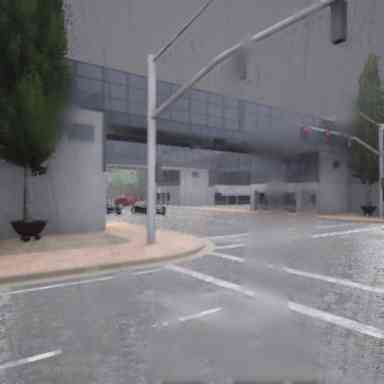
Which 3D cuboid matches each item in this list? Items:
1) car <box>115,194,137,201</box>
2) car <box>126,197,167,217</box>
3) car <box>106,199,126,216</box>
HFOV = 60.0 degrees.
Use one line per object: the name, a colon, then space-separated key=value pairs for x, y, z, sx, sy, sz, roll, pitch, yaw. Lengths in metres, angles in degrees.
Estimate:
car: x=-10.625 y=1.336 z=53.632 sx=2.150 sy=2.045 sz=5.566 roll=0 pitch=0 yaw=-34
car: x=-4.341 y=1.555 z=32.941 sx=1.882 sy=1.535 sz=5.008 roll=0 pitch=0 yaw=-36
car: x=-8.584 y=1.664 z=32.813 sx=1.895 sy=1.301 sz=4.718 roll=0 pitch=0 yaw=-36
